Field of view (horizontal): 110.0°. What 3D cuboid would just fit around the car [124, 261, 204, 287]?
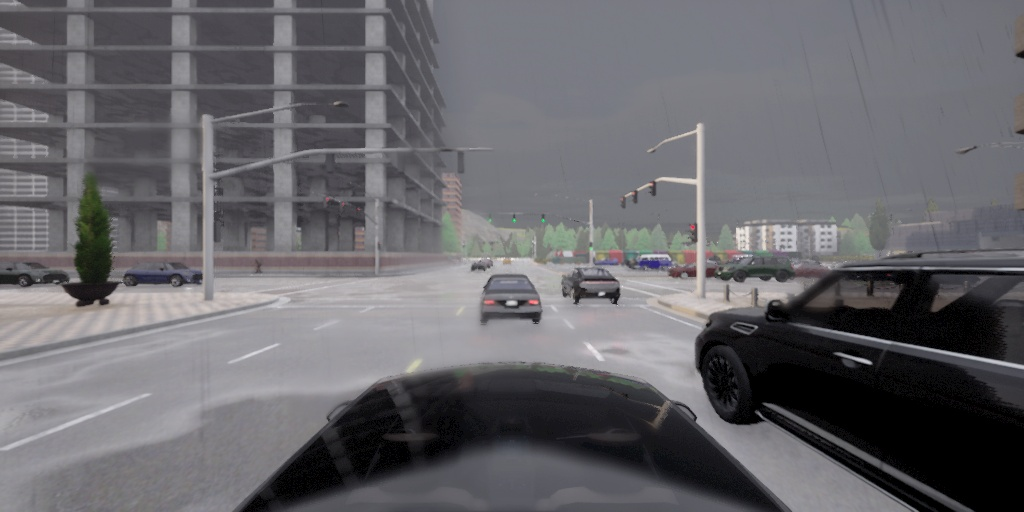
[{"bbox_3d":[-23.462,1.156,24.541,4.553,1.767,2.097,0,0,0],"label":"car"}]

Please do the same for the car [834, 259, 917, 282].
[{"bbox_3d":[28.899,1.147,28.610,4.553,1.767,2.097,0,0,0],"label":"car"}]

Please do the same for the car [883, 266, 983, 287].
[{"bbox_3d":[29.132,1.397,24.914,4.718,1.301,1.895,0,0,0],"label":"car"}]

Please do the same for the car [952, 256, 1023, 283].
[{"bbox_3d":[39.298,1.015,28.674,5.566,2.045,2.150,0,0,-1],"label":"car"}]

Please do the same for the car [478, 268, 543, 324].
[{"bbox_3d":[-0.127,1.295,12.034,2.033,1.411,5.357,0,0,-3],"label":"car"}]

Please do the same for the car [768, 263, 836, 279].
[{"bbox_3d":[25.854,1.321,32.080,4.674,1.442,1.812,0,0,0],"label":"car"}]

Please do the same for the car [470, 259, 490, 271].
[{"bbox_3d":[-4.381,1.342,47.374,1.895,1.301,4.718,0,0,0],"label":"car"}]

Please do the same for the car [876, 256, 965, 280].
[{"bbox_3d":[36.550,1.015,32.159,5.566,2.045,2.150,0,0,0],"label":"car"}]

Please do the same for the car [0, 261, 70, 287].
[{"bbox_3d":[-33.356,1.158,24.472,4.553,1.767,2.097,0,0,0],"label":"car"}]

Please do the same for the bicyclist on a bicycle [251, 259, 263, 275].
[{"bbox_3d":[-25.934,1.103,36.504,0.582,1.620,1.656,0,0,0],"label":"bicyclist on a bicycle"}]

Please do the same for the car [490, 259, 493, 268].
[{"bbox_3d":[-4.469,1.216,57.542,1.882,1.535,5.008,0,0,0],"label":"car"}]

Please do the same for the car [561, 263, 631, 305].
[{"bbox_3d":[3.374,1.252,16.098,2.128,1.511,4.902,0,0,-1],"label":"car"}]

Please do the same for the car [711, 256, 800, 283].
[{"bbox_3d":[19.257,1.018,28.545,5.566,2.045,2.150,0,0,0],"label":"car"}]

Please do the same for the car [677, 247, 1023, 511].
[{"bbox_3d":[3.579,0.967,2.568,2.150,2.045,5.566,0,-1,0],"label":"car"}]

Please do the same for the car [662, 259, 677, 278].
[{"bbox_3d":[16.543,1.274,32.025,5.008,1.535,1.882,0,0,0],"label":"car"}]
